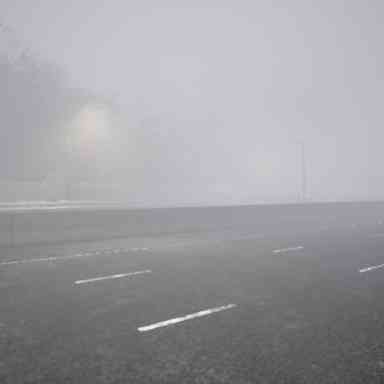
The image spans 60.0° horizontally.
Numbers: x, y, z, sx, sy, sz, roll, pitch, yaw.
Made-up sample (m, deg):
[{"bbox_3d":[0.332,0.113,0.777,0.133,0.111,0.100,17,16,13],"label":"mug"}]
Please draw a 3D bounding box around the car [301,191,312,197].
[{"bbox_3d":[27.945,0.454,81.036,2.033,1.411,5.357,0,2,33],"label":"car"}]

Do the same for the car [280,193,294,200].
[{"bbox_3d":[19.464,0.843,67.674,1.812,1.442,4.674,0,1,31],"label":"car"}]

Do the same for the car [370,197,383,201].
[{"bbox_3d":[32.475,1.536,57.113,5.357,1.411,2.033,0,0,-35],"label":"car"}]
